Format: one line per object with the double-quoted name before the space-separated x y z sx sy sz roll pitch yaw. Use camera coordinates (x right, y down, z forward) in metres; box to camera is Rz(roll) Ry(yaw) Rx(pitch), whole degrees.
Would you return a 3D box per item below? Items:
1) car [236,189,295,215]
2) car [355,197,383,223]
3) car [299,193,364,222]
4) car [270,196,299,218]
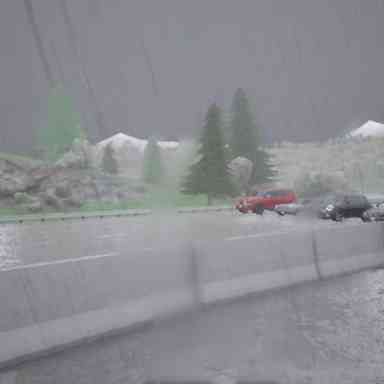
"car" 6.343 0.773 27.975 5.566 2.045 2.150 -1 1 -28
"car" 11.825 1.143 18.996 4.674 1.442 1.812 -1 1 -27
"car" 9.693 0.926 21.827 4.553 1.767 2.097 -1 1 -27
"car" 8.551 1.151 25.183 4.718 1.301 1.895 -1 1 -27
